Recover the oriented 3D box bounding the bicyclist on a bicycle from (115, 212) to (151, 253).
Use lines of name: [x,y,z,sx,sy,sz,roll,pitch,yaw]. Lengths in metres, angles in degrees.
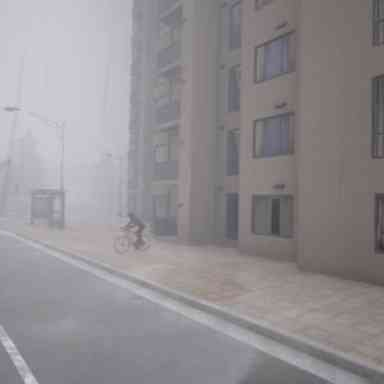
bicyclist on a bicycle: [-2.367,1.640,13.502,1.656,1.620,0.582,2,-2,-39]
